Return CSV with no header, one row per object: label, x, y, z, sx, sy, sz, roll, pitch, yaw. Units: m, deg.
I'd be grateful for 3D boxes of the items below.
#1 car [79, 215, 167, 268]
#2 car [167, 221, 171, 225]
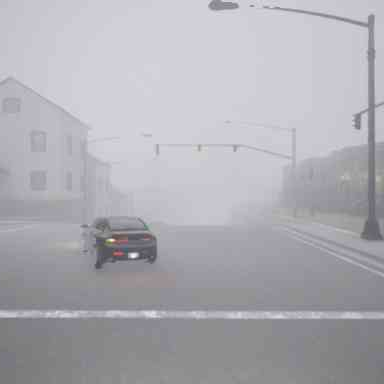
car,-2.687,1.558,11.678,1.837,1.490,4.892,2,-1,-25
car,-3.646,3.884,35.618,1.994,1.385,4.181,-1,-13,0
